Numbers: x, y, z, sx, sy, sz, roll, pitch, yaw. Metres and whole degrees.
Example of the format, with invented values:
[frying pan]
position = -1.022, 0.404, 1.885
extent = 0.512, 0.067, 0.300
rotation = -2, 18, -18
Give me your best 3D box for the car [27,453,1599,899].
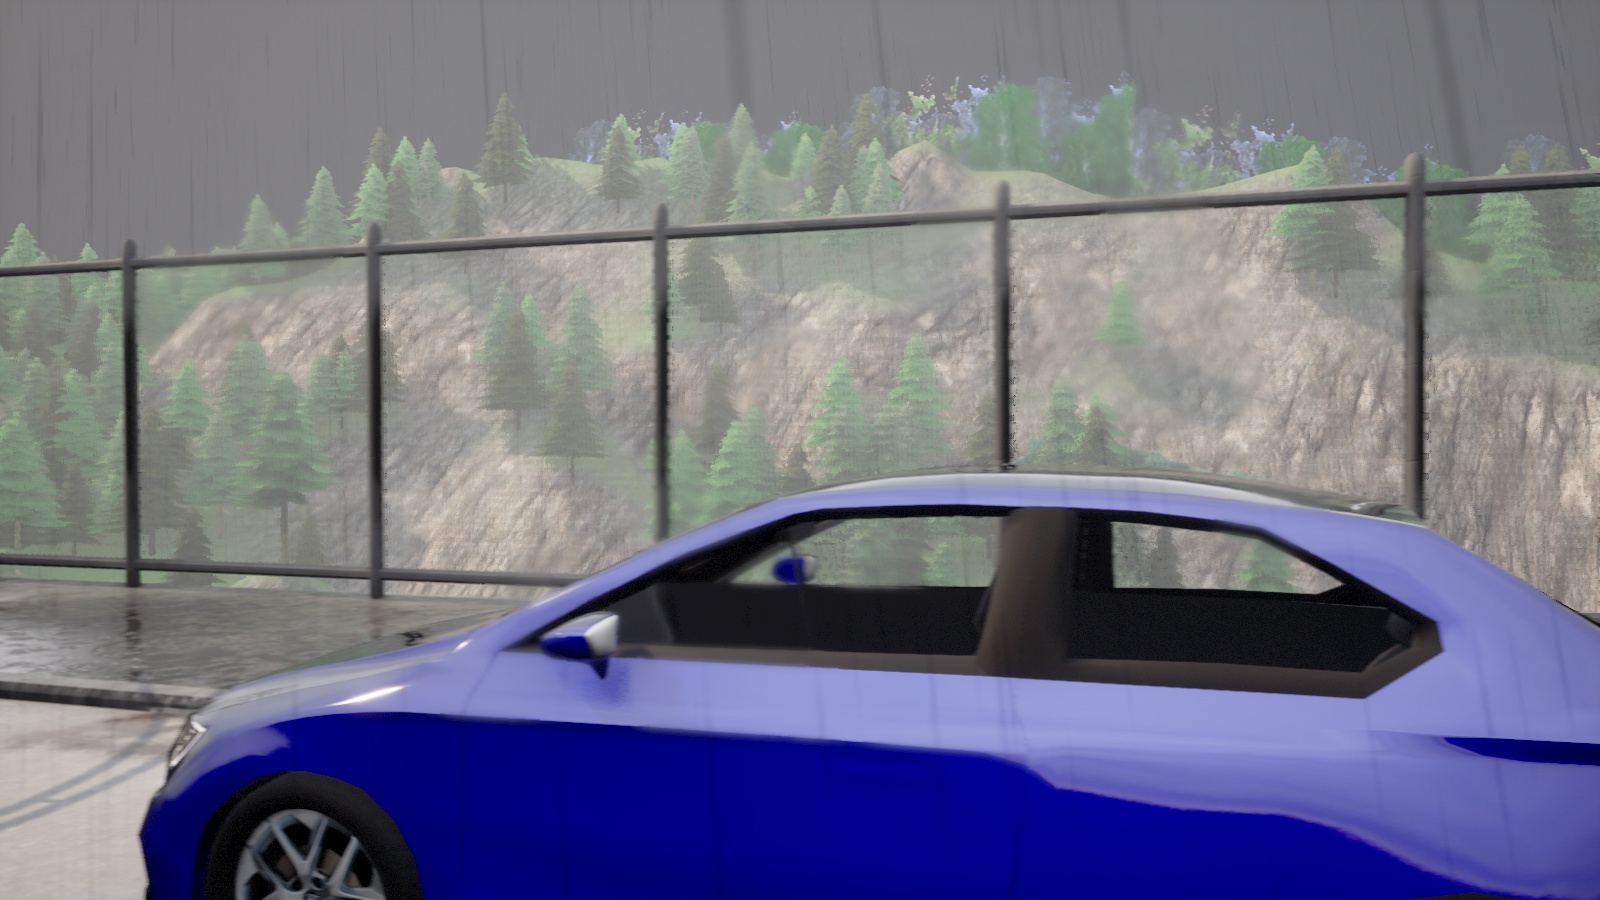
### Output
[car]
position = 0.138, 0.782, 3.674
extent = 4.193, 1.474, 1.816
rotation = 1, 1, 19
